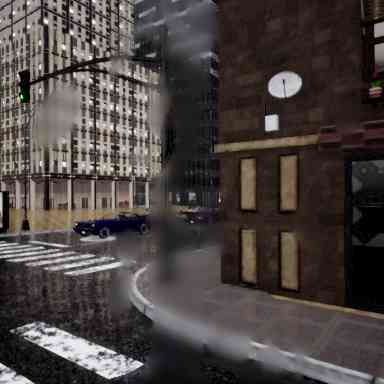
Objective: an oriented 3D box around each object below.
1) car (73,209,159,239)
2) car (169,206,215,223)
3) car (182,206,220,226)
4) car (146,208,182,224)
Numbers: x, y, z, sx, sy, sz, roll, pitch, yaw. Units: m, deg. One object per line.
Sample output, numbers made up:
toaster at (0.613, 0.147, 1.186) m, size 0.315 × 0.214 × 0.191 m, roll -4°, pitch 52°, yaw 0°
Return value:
car at (-4.364, 1.835, 19.155) m, size 1.895 × 1.301 × 4.718 m, roll -1°, pitch -1°, yaw 36°
car at (0.059, 1.975, 30.163) m, size 2.008 × 1.369 × 4.403 m, roll -2°, pitch -2°, yaw 35°
car at (1.541, 1.930, 27.508) m, size 2.033 × 1.411 × 5.357 m, roll -1°, pitch -1°, yaw 35°
car at (-3.134, 1.894, 25.600) m, size 2.008 × 1.369 × 4.403 m, roll -2°, pitch -2°, yaw 35°
